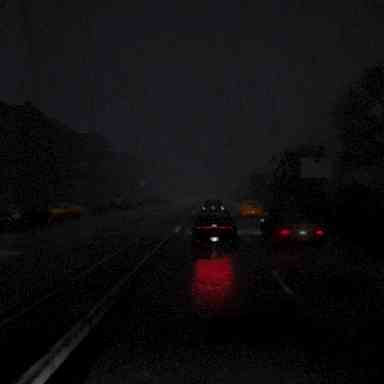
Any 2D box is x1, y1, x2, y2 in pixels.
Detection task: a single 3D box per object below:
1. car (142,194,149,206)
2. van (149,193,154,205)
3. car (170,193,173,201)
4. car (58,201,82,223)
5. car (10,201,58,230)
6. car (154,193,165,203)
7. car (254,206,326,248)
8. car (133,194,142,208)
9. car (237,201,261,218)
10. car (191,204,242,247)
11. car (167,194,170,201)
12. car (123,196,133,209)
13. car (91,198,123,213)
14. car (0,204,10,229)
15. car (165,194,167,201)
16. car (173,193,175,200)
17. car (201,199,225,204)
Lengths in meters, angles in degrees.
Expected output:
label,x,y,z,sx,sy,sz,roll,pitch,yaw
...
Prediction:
label,x,y,z,sx,sy,sz,roll,pitch,yaw
car,-8.880,1.408,54.026,2.185,1.767,4.553,0,0,3
van,-8.576,1.314,59.395,1.878,1.987,4.442,0,0,3
car,-7.005,1.447,87.124,2.185,1.767,4.553,0,0,3
car,-10.445,1.498,26.354,1.946,1.575,5.366,0,0,3
car,-10.748,1.369,21.053,2.185,1.767,4.553,0,0,3
car,-7.939,1.302,70.641,2.435,2.045,5.566,0,0,3
car,4.243,1.563,14.780,2.033,1.411,5.357,0,0,3
car,-9.192,1.402,48.510,2.185,1.767,4.553,0,0,3
car,5.132,1.499,29.783,1.882,1.535,5.008,0,0,3
car,0.998,1.527,14.976,1.837,1.490,4.892,0,0,3
car,-7.319,1.567,81.582,2.231,1.521,4.892,0,0,3
car,-9.499,1.561,43.090,2.002,1.452,4.674,0,0,3
car,-9.810,1.515,37.578,2.231,1.521,4.892,0,0,3
car,-11.070,1.485,15.319,1.946,1.575,5.366,0,0,3
car,-7.631,1.560,76.065,2.097,1.535,5.008,0,0,3
car,-6.692,1.454,92.641,2.185,1.767,4.553,0,0,3
car,1.885,1.391,29.946,2.097,1.767,4.553,0,0,3
